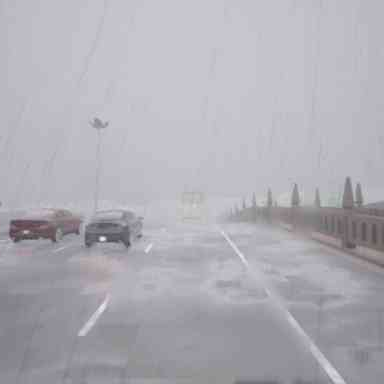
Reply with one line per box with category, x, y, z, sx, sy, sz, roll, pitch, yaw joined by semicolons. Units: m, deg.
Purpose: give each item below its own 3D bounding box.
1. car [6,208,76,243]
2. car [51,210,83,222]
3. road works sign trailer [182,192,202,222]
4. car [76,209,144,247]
car;-6.900;1.519;16.301;1.882;1.535;5.008;0;0;0
car;-14.091;2.786;37.846;1.895;1.301;4.718;0;-6;0
road works sign trailer;0.000;1.749;38.882;2.380;3.560;2.880;0;-6;0
car;-3.401;1.538;15.089;1.837;1.490;4.892;0;0;0
